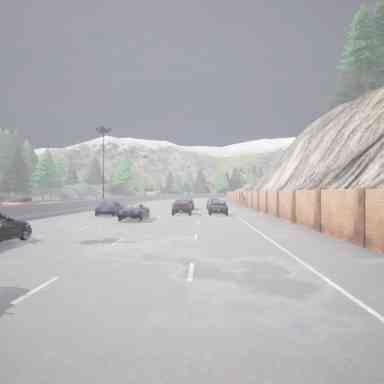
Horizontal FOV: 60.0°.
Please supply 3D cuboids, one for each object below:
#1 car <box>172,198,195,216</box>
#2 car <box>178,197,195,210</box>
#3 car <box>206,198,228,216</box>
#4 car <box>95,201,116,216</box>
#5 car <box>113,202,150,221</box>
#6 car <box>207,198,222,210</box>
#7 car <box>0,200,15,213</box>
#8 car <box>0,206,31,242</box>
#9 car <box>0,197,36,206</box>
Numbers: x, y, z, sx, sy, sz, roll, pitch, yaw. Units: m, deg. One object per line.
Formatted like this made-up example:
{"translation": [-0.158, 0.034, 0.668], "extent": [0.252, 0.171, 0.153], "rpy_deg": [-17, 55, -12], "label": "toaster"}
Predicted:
{"translation": [-0.970, 1.505, 33.034], "extent": [1.837, 1.490, 4.892], "rpy_deg": [0, 0, 1], "label": "car"}
{"translation": [-0.659, 1.477, 43.474], "extent": [1.882, 1.535, 5.008], "rpy_deg": [0, 0, 2], "label": "car"}
{"translation": [2.524, 1.491, 32.784], "extent": [2.128, 1.511, 4.902], "rpy_deg": [0, 0, 2], "label": "car"}
{"translation": [-7.988, 1.563, 32.492], "extent": [1.994, 1.385, 4.181], "rpy_deg": [0, 0, 2], "label": "car"}
{"translation": [-4.651, 1.601, 27.004], "extent": [1.895, 1.301, 4.718], "rpy_deg": [0, 0, 2], "label": "car"}
{"translation": [2.834, 1.525, 43.227], "extent": [1.812, 1.442, 4.674], "rpy_deg": [0, 0, 2], "label": "car"}
{"translation": [-21.957, 1.575, 37.091], "extent": [1.994, 1.385, 4.181], "rpy_deg": [0, 0, 2], "label": "car"}
{"translation": [-8.549, 1.525, 13.781], "extent": [1.812, 1.442, 4.674], "rpy_deg": [0, 0, 2], "label": "car"}
{"translation": [-18.525, 1.351, 35.347], "extent": [2.097, 1.767, 4.553], "rpy_deg": [0, 0, 2], "label": "car"}
